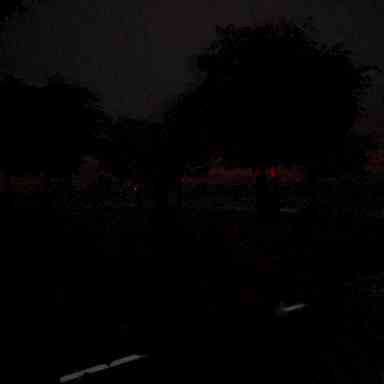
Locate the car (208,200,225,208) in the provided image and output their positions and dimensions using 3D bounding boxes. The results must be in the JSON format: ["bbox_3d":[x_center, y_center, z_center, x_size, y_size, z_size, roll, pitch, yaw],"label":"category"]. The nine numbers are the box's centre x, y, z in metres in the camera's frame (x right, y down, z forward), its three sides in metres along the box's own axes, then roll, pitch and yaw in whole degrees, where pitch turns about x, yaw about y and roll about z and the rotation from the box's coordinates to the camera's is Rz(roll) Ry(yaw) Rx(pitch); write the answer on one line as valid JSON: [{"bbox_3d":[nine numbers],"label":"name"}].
[{"bbox_3d":[4.960,2.451,67.997,1.812,1.442,4.674,-2,1,-28],"label":"car"}]

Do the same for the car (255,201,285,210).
[{"bbox_3d":[12.616,2.149,54.252,2.033,1.411,5.357,-2,0,-30],"label":"car"}]
